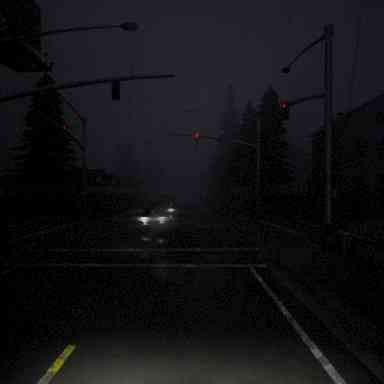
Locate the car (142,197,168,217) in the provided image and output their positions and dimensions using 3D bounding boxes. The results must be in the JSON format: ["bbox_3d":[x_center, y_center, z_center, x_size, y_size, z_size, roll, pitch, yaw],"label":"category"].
[{"bbox_3d":[-3.533,1.501,31.620,1.837,1.490,4.892,0,0,-2],"label":"car"}]

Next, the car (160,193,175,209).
[{"bbox_3d":[-3.596,1.213,46.856,2.150,2.045,5.566,0,0,1],"label":"car"}]
